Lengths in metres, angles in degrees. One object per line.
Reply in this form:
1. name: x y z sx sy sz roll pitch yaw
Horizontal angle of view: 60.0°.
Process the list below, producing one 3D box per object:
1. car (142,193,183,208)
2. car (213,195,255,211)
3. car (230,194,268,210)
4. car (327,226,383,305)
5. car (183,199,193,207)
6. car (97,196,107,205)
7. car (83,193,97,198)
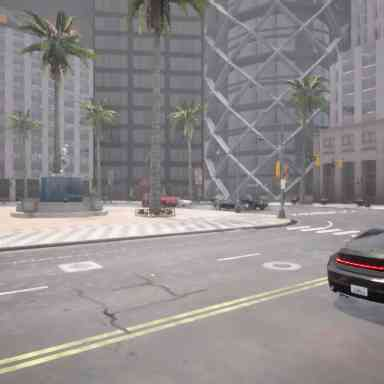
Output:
1. car: -4.600 1.224 48.338 5.566 2.045 2.150 0 0 26
2. car: 4.752 1.492 40.427 2.128 1.511 4.902 0 0 -42
3. car: 7.121 1.221 43.111 2.150 2.045 5.566 0 0 -41
4. car: 4.956 1.505 7.331 4.892 1.490 1.837 0 0 -35
5. car: -2.089 1.525 50.811 4.674 1.442 1.812 0 0 29
6. car: -16.949 1.224 55.200 5.566 2.045 2.150 0 0 3
7. car: -18.366 1.223 51.792 5.566 2.045 2.150 0 0 1
